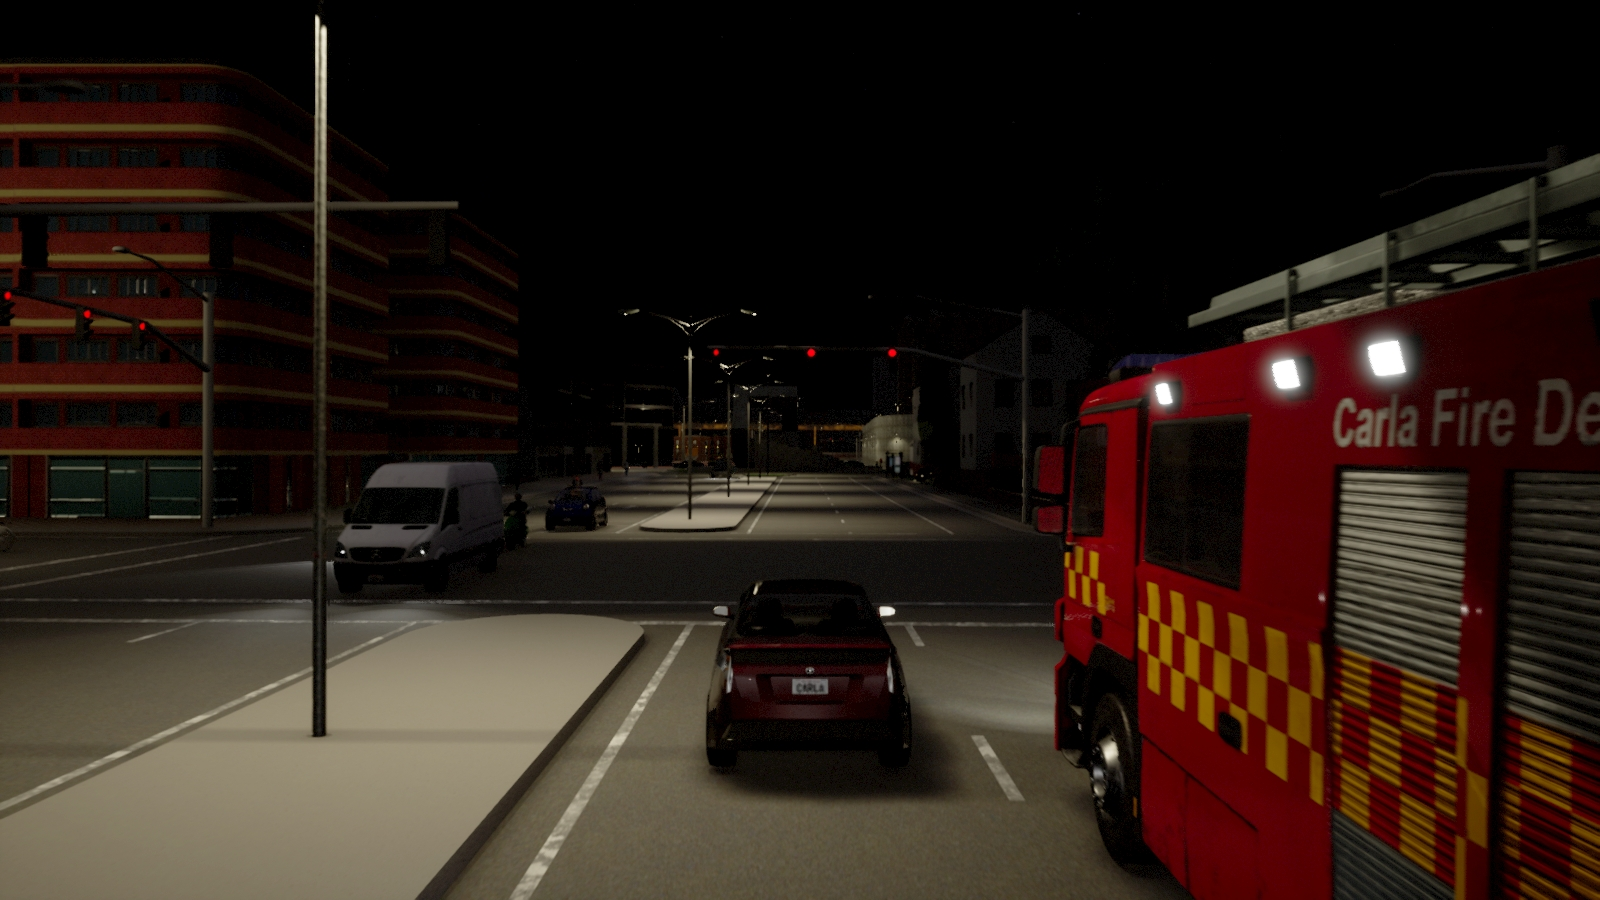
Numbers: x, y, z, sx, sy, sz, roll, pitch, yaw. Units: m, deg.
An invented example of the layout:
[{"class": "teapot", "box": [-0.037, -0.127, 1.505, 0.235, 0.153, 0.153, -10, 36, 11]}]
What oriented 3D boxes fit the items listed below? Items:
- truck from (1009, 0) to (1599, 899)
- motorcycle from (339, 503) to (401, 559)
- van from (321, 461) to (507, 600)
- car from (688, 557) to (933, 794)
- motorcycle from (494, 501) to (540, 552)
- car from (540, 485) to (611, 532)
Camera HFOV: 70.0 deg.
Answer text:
[{"class": "truck", "box": [3.241, 0.908, 5.580, 2.891, 3.827, 8.468, 0, 0, 0]}, {"class": "motorcycle", "box": [-11.524, 2.156, 30.711, 0.764, 1.332, 2.356, 0, 0, 0]}, {"class": "van", "box": [-8.021, 1.548, 24.469, 1.988, 2.561, 5.915, 0, 0, 0]}, {"class": "car", "box": [0.058, 2.057, 11.618, 2.007, 1.525, 4.514, 0, 0, -1]}, {"class": "motorcycle", "box": [-8.007, 2.154, 32.395, 0.856, 1.341, 1.805, 0, 0, 0]}, {"class": "car", "box": [-8.022, 2.074, 41.120, 1.845, 1.501, 3.633, 0, 0, 0]}]
